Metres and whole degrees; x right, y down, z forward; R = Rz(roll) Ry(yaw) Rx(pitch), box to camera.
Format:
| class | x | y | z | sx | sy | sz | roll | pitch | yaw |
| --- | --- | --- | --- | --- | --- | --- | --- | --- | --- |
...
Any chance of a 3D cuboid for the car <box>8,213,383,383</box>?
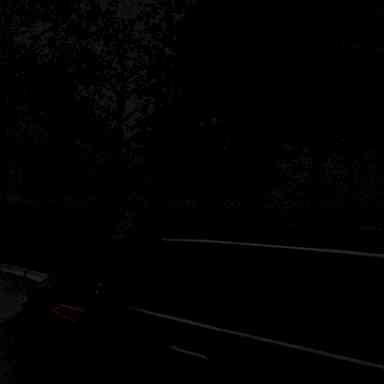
| class | x | y | z | sx | sy | sz | roll | pitch | yaw |
| --- | --- | --- | --- | --- | --- | --- | --- | --- | --- |
| car | 0.666 | 1.221 | 2.890 | 5.566 | 2.045 | 2.150 | 0 | 0 | 36 |
